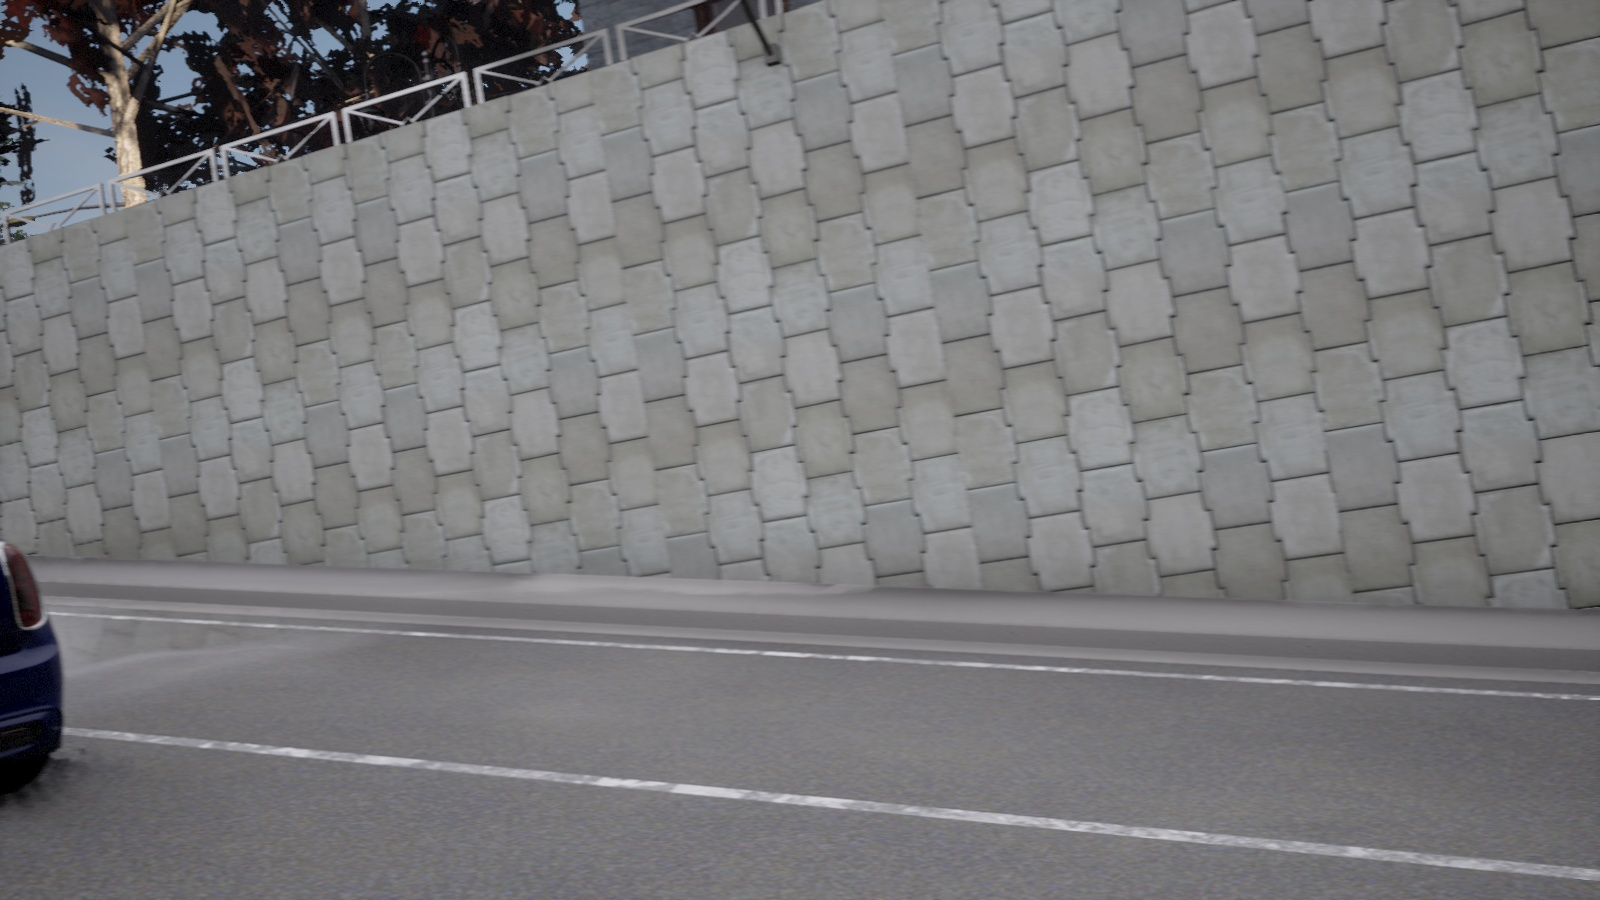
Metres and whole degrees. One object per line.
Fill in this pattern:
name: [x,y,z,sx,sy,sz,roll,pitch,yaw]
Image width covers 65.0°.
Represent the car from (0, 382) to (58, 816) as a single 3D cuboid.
car: [-5.667,0.602,5.097,4.553,1.767,2.097,0,1,19]
